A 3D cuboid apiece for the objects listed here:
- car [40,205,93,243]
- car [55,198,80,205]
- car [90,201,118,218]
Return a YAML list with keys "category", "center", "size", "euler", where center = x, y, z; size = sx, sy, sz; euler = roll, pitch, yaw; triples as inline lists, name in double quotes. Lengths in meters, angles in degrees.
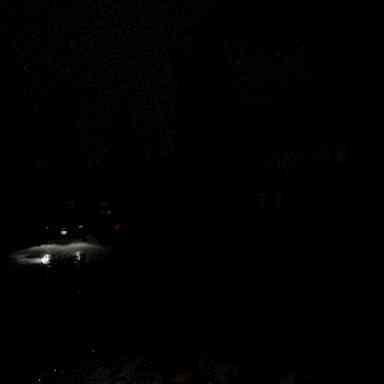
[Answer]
- category: "car"
  center: [-6.023, 1.548, 16.158]
  size: [1.994, 1.385, 4.181]
  euler: [0, 0, -16]
- category: "car"
  center: [-14.838, 1.454, 39.558]
  size: [2.128, 1.511, 4.902]
  euler: [0, 0, -39]
- category: "car"
  center: [-7.899, 1.487, 29.325]
  size: [1.812, 1.442, 4.674]
  euler: [0, 0, -28]
